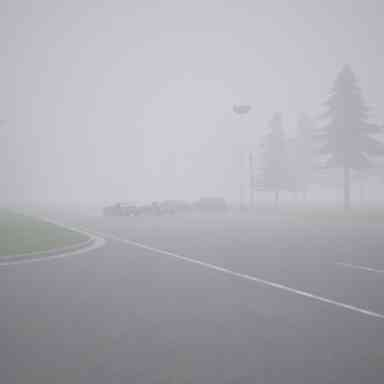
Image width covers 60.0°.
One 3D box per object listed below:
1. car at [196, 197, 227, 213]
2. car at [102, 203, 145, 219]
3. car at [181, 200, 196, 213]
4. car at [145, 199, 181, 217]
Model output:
[{"bbox_3d":[1.737,1.319,36.039,2.097,1.767,4.553,0,0,-35],"label":"car"},{"bbox_3d":[-6.236,1.582,29.117,1.895,1.301,4.718,0,0,-35],"label":"car"},{"bbox_3d":[-1.963,1.497,35.201,1.812,1.442,4.674,0,0,-35],"label":"car"},{"bbox_3d":[-3.365,1.577,31.121,1.895,1.301,4.718,0,0,-35],"label":"car"}]
